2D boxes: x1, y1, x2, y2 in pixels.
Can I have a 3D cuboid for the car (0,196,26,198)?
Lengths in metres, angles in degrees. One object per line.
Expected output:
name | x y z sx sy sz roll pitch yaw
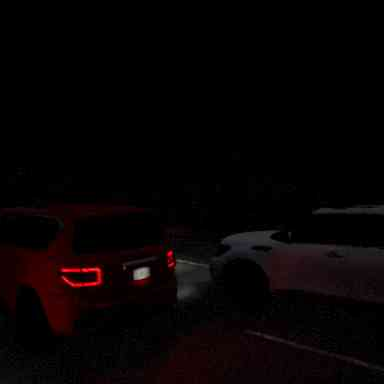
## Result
car | -10.607 1.258 18.974 2.150 2.045 5.566 0 0 -41

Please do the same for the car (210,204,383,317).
car | 3.033 1.245 6.226 5.566 2.045 2.150 0 0 37

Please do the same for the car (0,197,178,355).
car | -2.756 1.236 6.393 5.566 2.045 2.150 0 0 40
